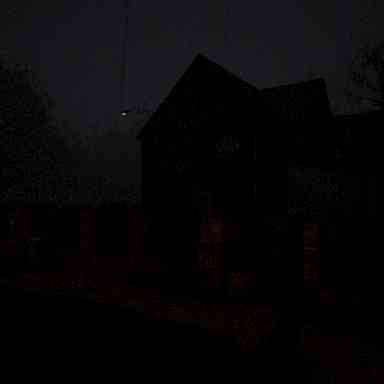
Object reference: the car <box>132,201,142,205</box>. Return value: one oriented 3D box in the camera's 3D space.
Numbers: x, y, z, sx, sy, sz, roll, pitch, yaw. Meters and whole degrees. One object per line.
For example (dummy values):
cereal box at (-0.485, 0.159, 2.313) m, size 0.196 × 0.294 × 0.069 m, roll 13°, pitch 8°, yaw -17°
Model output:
car at (-8.044, 1.710, 40.258) m, size 1.895 × 1.301 × 4.718 m, roll 0°, pitch 0°, yaw 35°

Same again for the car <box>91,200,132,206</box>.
car at (-8.775, 1.593, 33.600) m, size 1.837 × 1.490 × 4.892 m, roll 0°, pitch -1°, yaw 35°
